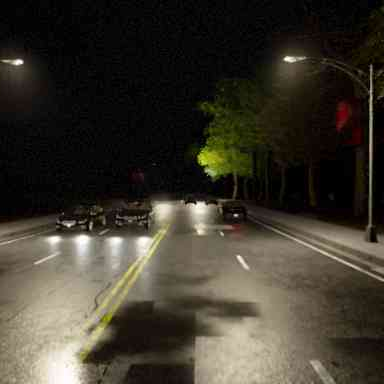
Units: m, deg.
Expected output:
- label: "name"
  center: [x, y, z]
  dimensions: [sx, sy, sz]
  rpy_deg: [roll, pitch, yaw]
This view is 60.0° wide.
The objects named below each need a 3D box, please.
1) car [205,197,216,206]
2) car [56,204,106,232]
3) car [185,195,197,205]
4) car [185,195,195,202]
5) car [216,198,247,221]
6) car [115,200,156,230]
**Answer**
- label: "car"
  center: [2.983, 1.418, 51.114]
  dimensions: [1.895, 1.301, 4.718]
  rpy_deg: [0, 0, -1]
- label: "car"
  center: [-6.544, 1.524, 20.056]
  dimensions: [1.837, 1.490, 4.892]
  rpy_deg: [0, 0, 0]
- label: "car"
  center: [-0.206, 1.346, 54.323]
  dimensions: [2.033, 1.411, 5.357]
  rpy_deg: [0, 0, 0]
- label: "car"
  center: [-0.458, 1.268, 67.080]
  dimensions: [2.033, 1.411, 5.357]
  rpy_deg: [0, 0, -1]
- label: "car"
  center: [3.216, 1.450, 26.683]
  dimensions: [1.837, 1.490, 4.892]
  rpy_deg: [0, 0, 0]
- label: "car"
  center: [-3.294, 1.275, 20.068]
  dimensions: [1.837, 1.490, 4.892]
  rpy_deg: [0, 0, 0]
